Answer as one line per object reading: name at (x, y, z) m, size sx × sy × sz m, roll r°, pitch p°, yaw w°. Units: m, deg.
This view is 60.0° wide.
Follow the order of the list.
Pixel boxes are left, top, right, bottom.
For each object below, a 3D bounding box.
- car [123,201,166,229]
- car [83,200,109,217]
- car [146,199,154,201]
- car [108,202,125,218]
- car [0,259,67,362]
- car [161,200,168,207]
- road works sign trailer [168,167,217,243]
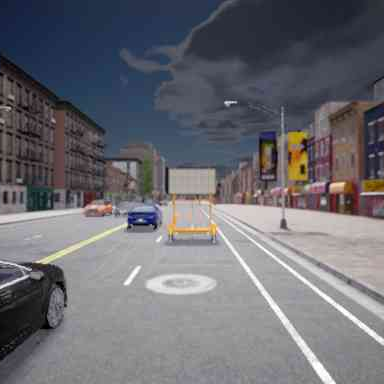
car at (-3.129, 1.602, 22.756) m, size 1.882 × 1.535 × 5.008 m, roll 0°, pitch -1°, yaw 0°
car at (-9.811, 1.633, 35.041) m, size 2.097 × 1.767 × 4.553 m, roll 0°, pitch -1°, yaw 0°
car at (-9.673, 2.391, 75.557) m, size 2.097 × 1.767 × 4.553 m, roll 0°, pitch -1°, yaw 0°
car at (-6.564, 1.753, 33.705) m, size 2.128 × 1.511 × 4.902 m, roll 0°, pitch -1°, yaw 0°
car at (-3.147, 1.502, 4.033) m, size 2.128 × 1.511 × 4.902 m, roll 0°, pitch 0°, yaw 0°
car at (-6.424, 2.552, 74.128) m, size 2.033 × 1.411 × 5.357 m, roll 0°, pitch -1°, yaw 0°
road works sign trailer at (0.016, 0.535, 16.587) m, size 2.380 × 3.560 × 2.880 m, roll 0°, pitch 0°, yaw 0°
